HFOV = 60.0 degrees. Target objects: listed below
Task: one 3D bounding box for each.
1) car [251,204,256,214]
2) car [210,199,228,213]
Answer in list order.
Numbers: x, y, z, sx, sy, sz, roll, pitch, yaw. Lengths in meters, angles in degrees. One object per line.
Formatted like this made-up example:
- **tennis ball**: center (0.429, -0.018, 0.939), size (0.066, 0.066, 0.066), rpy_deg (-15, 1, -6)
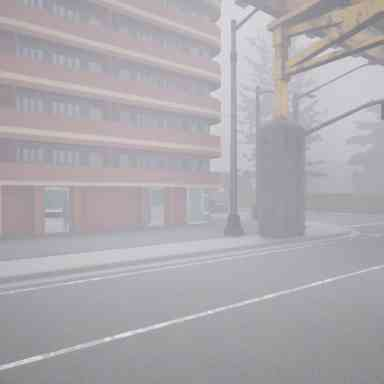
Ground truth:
- **car**: center (7.367, 1.478, 29.208), size (1.882, 1.535, 5.008), rpy_deg (0, 0, -35)
- **car**: center (1.972, 1.526, 36.878), size (1.812, 1.442, 4.674), rpy_deg (0, 0, -35)
